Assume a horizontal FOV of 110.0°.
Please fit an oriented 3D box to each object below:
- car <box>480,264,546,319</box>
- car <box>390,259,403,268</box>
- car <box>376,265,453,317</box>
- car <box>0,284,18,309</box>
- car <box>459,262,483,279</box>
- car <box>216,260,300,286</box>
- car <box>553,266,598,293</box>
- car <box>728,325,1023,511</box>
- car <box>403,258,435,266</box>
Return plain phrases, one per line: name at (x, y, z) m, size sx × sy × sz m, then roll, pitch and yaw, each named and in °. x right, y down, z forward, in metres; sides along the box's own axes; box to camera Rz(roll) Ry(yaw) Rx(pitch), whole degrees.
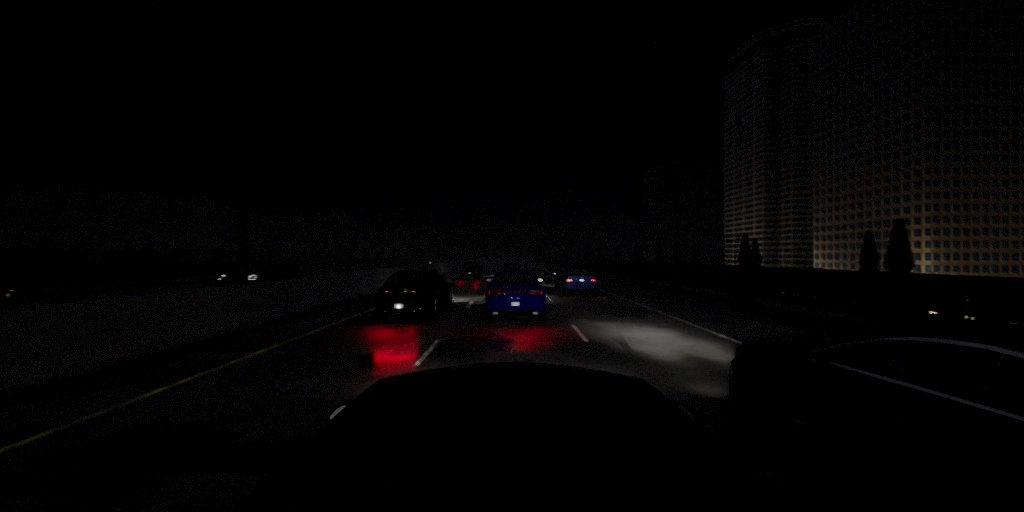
car at (0.102, 1.228, 12.803) m, size 1.882 × 1.535 × 5.008 m, roll 0°, pitch 0°, yaw 0°
car at (-18.507, 1.282, 58.961) m, size 1.812 × 1.442 × 4.674 m, roll 0°, pitch 0°, yaw -1°
car at (-3.399, 1.256, 13.177) m, size 1.837 × 1.490 × 4.892 m, roll 0°, pitch 0°, yaw 0°
car at (-17.590, 1.277, 10.110) m, size 1.812 × 1.442 × 4.674 m, roll 0°, pitch 0°, yaw 0°
car at (-3.677, 1.278, 32.809) m, size 1.812 × 1.442 × 4.674 m, roll 0°, pitch 0°, yaw -2°
car at (-14.134, 1.104, 20.286) m, size 2.097 × 1.767 × 4.553 m, roll 0°, pitch 0°, yaw 0°
car at (3.571, 1.298, 20.959) m, size 2.033 × 1.411 × 5.357 m, roll 0°, pitch 0°, yaw -1°
car at (3.601, 1.241, 2.495) m, size 2.128 × 1.511 × 4.902 m, roll 0°, pitch 0°, yaw 0°
car at (-11.111, 1.247, 43.417) m, size 2.128 × 1.511 × 4.902 m, roll 0°, pitch 0°, yaw -1°
